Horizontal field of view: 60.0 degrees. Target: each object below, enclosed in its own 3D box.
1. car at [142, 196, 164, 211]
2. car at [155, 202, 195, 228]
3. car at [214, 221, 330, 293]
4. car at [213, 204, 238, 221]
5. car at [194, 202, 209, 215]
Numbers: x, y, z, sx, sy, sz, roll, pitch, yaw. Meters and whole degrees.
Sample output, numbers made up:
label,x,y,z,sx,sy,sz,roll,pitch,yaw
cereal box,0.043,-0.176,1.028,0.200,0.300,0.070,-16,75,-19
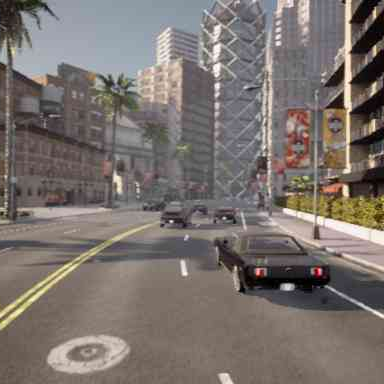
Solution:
label,x,y,z,sx,sy,sz,roll,pitch,yaw
car,-5.305,1.651,47.145,2.150,2.045,5.566,1,-1,8
car,-1.113,1.754,24.779,1.837,1.490,4.892,1,0,6
car,1.828,1.726,9.213,1.895,1.301,4.718,1,-1,-5
car,2.914,1.855,28.932,1.837,1.490,4.892,1,-1,7
car,0.956,1.951,40.553,1.837,1.490,4.892,1,0,8
